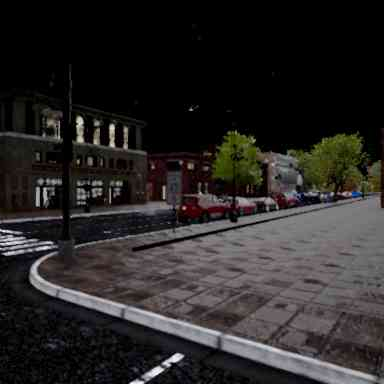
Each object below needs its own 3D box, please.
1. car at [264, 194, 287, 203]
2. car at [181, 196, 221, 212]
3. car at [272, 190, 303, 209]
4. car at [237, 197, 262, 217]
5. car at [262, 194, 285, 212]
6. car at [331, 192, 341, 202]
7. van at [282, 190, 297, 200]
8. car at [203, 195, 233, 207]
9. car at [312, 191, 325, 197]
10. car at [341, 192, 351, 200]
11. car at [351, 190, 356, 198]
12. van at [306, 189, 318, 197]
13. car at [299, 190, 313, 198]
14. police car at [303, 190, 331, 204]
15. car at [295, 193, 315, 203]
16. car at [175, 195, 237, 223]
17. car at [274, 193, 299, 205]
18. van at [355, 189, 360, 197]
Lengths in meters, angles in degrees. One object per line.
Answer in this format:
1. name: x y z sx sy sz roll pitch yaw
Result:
1. car: 12.824 0.983 50.998 1.895 1.301 4.718 1 1 34
2. car: 1.039 1.152 33.998 1.812 1.442 4.674 1 1 34
3. car: 10.251 0.896 37.168 2.192 1.841 5.009 1 1 34
4. car: 3.976 1.155 28.029 1.967 1.590 4.097 1 1 34
5. car: 7.111 1.199 32.603 2.008 1.369 4.403 1 1 34
6. car: 21.855 0.693 53.350 2.097 1.767 4.553 1 1 34
7. van: 19.015 0.510 64.748 1.690 1.788 3.998 1 2 34
8. car: 3.331 1.076 41.904 1.947 1.339 4.313 1 2 34
9. car: 31.559 0.443 83.033 2.008 1.369 4.403 1 2 34
10. car: 29.066 0.754 64.592 1.802 1.307 4.206 1 2 34
11. car: 32.300 0.626 69.301 1.752 1.417 4.829 1 2 34
12. van: 28.425 0.303 78.457 1.690 1.788 3.998 1 2 34
13. car: 25.288 0.471 73.891 1.967 1.590 4.097 1 2 34
14. police car: 17.990 0.850 47.683 1.930 1.638 5.238 1 1 34
15. car: 18.144 0.865 53.446 1.812 1.442 4.674 1 1 34
16. car: 0.840 1.097 23.457 2.192 1.841 5.009 1 1 34
17. car: 13.141 0.975 46.057 1.812 1.442 4.674 1 1 35
18. van: 38.479 0.304 78.298 1.690 1.788 3.998 1 2 34
